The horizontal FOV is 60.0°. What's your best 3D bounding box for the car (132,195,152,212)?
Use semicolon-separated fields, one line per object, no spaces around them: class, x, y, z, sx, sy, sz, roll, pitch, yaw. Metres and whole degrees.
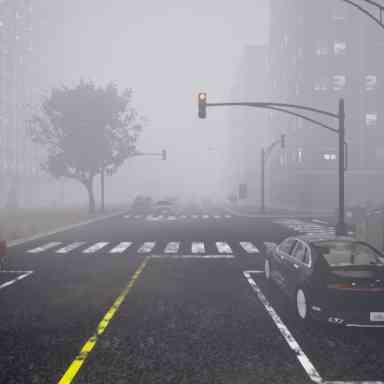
car;-5.723;1.333;39.327;2.192;1.841;5.009;0;0;0

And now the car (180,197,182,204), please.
car;-3.078;1.554;66.735;1.837;1.490;4.892;0;-1;0

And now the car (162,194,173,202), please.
car;-5.753;1.380;77.987;2.192;1.841;5.009;0;0;0

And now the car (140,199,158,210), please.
car;-5.727;1.589;44.850;1.947;1.339;4.313;0;0;0

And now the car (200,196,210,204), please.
car;2.637;1.573;67.117;1.752;1.417;4.829;0;0;0

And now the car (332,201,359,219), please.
car;13.405;1.348;26.360;4.403;1.369;2.008;-1;1;-1

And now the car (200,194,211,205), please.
car;2.641;1.606;61.425;1.947;1.339;4.313;0;0;0

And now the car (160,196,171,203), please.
car;-5.748;1.622;72.465;1.947;1.339;4.313;0;0;0

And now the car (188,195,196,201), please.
car;-0.061;1.441;79.075;1.812;1.442;4.674;0;0;0

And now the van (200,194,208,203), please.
van;2.632;1.397;72.471;1.690;1.788;3.998;0;0;0

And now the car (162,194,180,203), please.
car;-3.132;1.502;46.662;1.882;1.535;5.008;0;0;0

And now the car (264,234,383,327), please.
car;2.684;1.551;6.945;2.008;1.369;4.403;0;0;0

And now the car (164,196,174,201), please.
car;-5.757;1.626;83.510;2.008;1.369;4.403;0;0;0

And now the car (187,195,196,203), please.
car;-0.055;1.651;69.098;1.895;1.301;4.718;0;0;0

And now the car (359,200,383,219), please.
car;15.029;1.278;23.798;4.892;1.490;1.837;-2;0;-1

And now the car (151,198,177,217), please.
car;-2.665;1.537;31.303;1.812;1.442;4.674;0;0;-7

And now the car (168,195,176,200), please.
car;-5.766;1.647;94.556;2.008;1.369;4.403;0;0;0

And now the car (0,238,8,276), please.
car;-5.696;1.545;6.939;1.887;1.381;4.507;0;0;0
